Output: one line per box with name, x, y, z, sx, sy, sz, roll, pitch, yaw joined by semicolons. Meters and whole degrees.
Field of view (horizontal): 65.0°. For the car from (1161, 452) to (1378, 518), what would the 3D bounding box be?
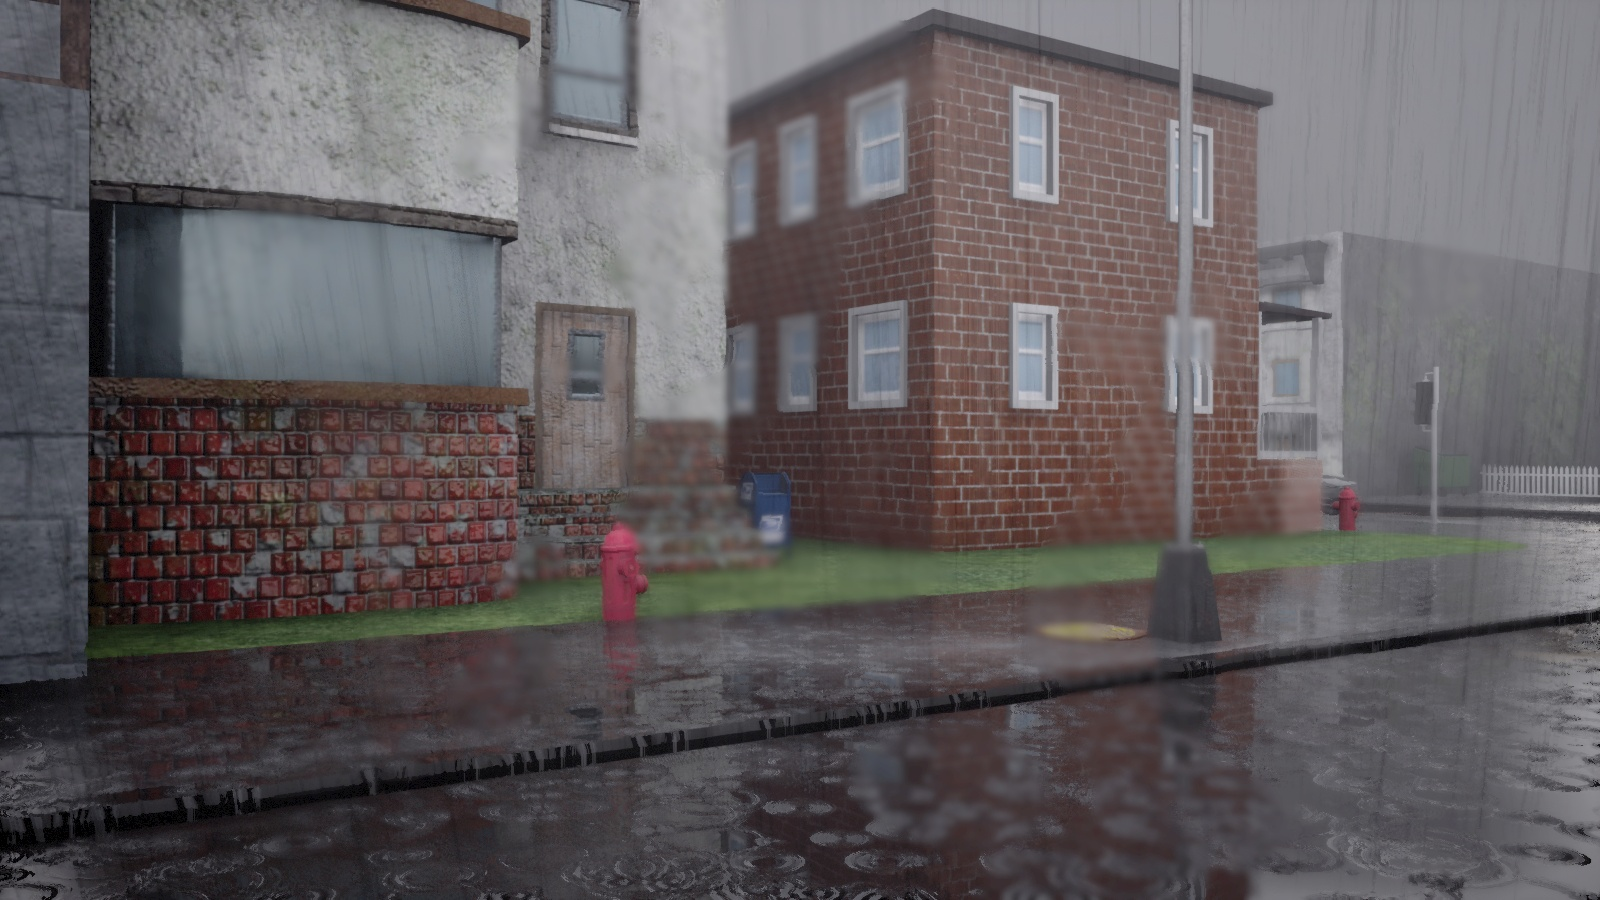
car;11.469;0.801;31.023;1.837;1.490;4.892;0;0;-33
